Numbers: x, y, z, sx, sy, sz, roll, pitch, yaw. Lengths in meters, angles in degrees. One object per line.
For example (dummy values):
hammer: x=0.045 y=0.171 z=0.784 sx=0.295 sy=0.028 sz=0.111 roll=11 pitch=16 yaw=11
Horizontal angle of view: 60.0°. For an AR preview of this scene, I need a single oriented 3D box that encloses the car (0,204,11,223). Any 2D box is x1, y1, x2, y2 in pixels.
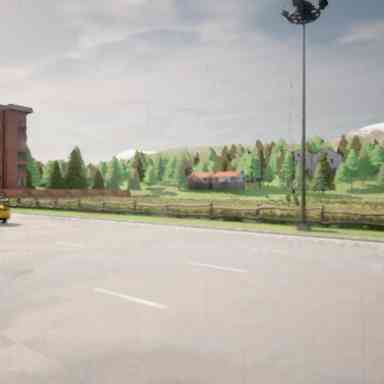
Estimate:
car: x=-14.445 y=1.360 z=22.875 sx=5.008 sy=1.535 sz=1.882 roll=0 pitch=0 yaw=35
